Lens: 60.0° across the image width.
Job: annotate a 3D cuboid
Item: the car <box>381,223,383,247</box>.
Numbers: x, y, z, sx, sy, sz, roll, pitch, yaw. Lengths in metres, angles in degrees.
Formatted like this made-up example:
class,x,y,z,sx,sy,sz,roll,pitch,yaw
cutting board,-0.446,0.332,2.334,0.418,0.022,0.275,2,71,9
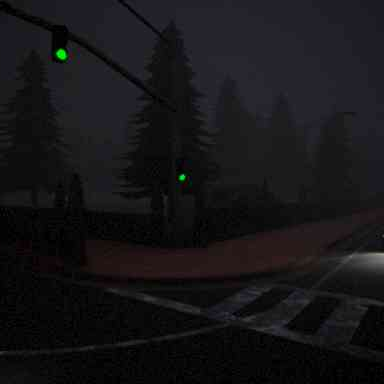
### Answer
class,x,y,z,sx,sy,sz,roll,pitch,yaw
car,9.360,1.548,14.146,2.033,1.411,5.357,0,0,35
